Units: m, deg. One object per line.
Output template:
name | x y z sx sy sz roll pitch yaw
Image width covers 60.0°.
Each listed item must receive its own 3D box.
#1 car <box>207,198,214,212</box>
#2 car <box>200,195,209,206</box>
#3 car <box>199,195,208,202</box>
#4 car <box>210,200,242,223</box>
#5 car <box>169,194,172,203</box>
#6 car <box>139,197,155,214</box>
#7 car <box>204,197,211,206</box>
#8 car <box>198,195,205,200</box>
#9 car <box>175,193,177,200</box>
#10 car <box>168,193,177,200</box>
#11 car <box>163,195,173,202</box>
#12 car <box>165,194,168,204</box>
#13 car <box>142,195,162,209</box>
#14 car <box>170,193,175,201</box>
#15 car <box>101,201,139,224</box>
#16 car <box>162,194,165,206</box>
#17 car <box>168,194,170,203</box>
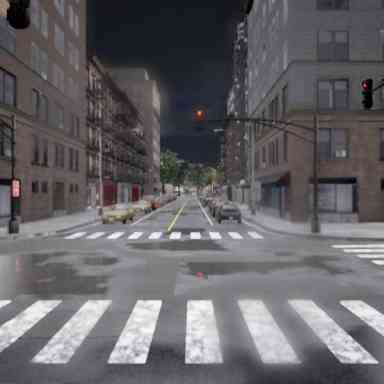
car | 2.654 1.533 30.261 1.887 1.381 4.507 0 0 0
car | 2.667 1.533 52.189 2.008 1.369 4.403 0 0 0
car | 2.683 1.520 79.599 1.887 1.381 4.507 0 0 0
car | 2.651 1.541 24.780 2.008 1.369 4.403 0 0 0
car | -5.366 1.545 63.158 1.947 1.339 4.313 0 0 0
car | -5.392 1.512 35.578 1.752 1.417 4.829 0 0 0
car | 2.657 1.537 35.743 2.008 1.369 4.403 0 0 0
car | 2.689 1.556 90.563 1.802 1.307 4.206 0 0 0
car | -5.345 1.289 85.086 2.192 1.841 5.009 0 0 0
car | -5.340 1.289 90.569 2.192 1.841 5.009 0 0 0
car | -5.356 1.502 73.952 1.752 1.417 4.829 0 0 0
car | -5.376 1.422 52.194 1.967 1.590 4.097 0 0 0
car | -5.386 1.300 41.230 2.192 1.841 5.009 0 0 0
car | -5.361 1.293 68.640 2.192 1.841 5.009 0 0 0
car | -5.402 1.515 24.614 1.752 1.417 4.829 0 0 0
car | -5.381 1.424 46.712 1.967 1.590 4.097 0 0 0
car | -5.371 1.531 57.676 2.008 1.369 4.403 0 0 0
